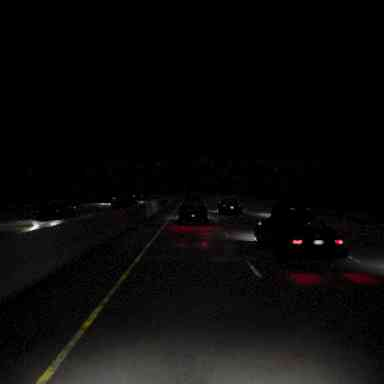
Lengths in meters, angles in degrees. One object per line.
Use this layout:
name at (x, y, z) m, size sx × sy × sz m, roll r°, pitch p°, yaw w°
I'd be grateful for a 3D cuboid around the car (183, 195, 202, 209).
car at (0.058, 1.203, 41.403) m, size 2.128 × 1.511 × 4.902 m, roll 0°, pitch 0°, yaw 0°

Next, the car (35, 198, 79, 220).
car at (-10.624, 1.294, 26.493) m, size 1.882 × 1.535 × 5.008 m, roll 0°, pitch 0°, yaw 0°

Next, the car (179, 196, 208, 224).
car at (0.076, 1.314, 23.363) m, size 1.882 × 1.535 × 5.008 m, roll 0°, pitch 1°, yaw 0°

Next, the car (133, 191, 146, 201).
car at (-10.567, 0.763, 66.864) m, size 2.097 × 1.767 × 4.553 m, roll 0°, pitch 0°, yaw 0°

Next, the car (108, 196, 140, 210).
car at (-7.130, 1.354, 35.456) m, size 1.895 × 1.301 × 4.718 m, roll 0°, pitch 0°, yaw 0°

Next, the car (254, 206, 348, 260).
car at (3.589, 1.463, 11.955) m, size 2.033 × 1.411 × 5.357 m, roll 0°, pitch 0°, yaw 0°

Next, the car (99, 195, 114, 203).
car at (-14.103, 1.158, 56.095) m, size 2.033 × 1.411 × 5.357 m, roll 0°, pitch 0°, yaw 1°

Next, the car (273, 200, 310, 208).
car at (7.076, 1.323, 23.948) m, size 2.128 × 1.511 × 4.902 m, roll 0°, pitch 0°, yaw 0°

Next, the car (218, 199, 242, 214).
car at (3.568, 1.343, 31.639) m, size 1.994 × 1.385 × 4.181 m, roll 0°, pitch 0°, yaw 0°
